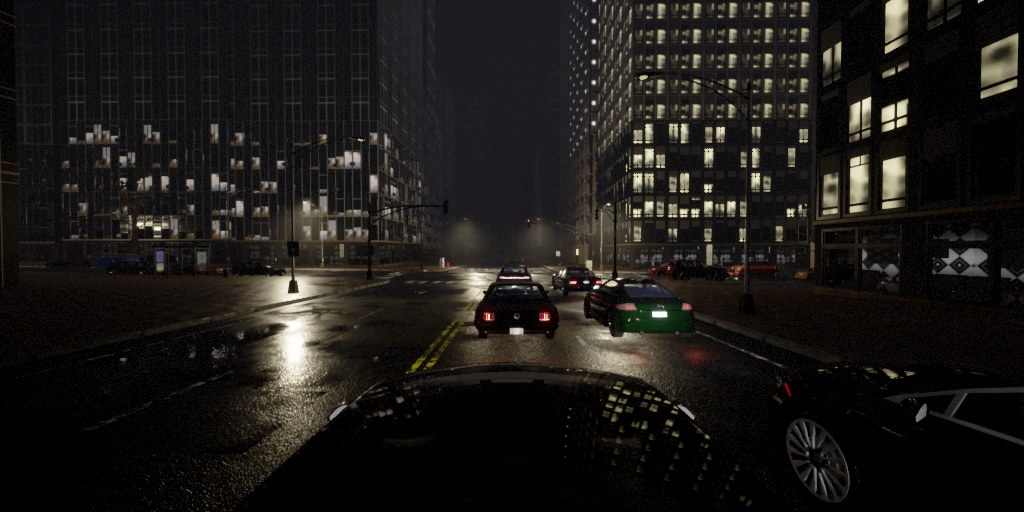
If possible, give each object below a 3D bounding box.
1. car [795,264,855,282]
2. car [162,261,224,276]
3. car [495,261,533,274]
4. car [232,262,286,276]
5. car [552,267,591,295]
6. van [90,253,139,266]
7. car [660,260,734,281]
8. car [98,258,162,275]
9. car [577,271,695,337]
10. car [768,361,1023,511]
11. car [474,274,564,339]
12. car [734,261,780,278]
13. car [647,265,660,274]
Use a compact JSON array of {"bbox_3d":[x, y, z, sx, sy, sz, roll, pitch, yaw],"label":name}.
[{"bbox_3d":[27.665,1.578,31.415,4.829,1.417,1.751,0,0,1],"label":"car"},{"bbox_3d":[-28.391,1.137,32.323,4.207,1.307,1.802,0,0,1],"label":"car"},{"bbox_3d":[0.113,1.232,19.279,2.128,1.511,4.902,0,0,0],"label":"car"},{"bbox_3d":[-22.707,1.173,32.184,4.313,1.339,1.948,0,0,1],"label":"car"},{"bbox_3d":[3.399,1.288,19.481,2.033,1.411,5.357,0,0,-3],"label":"car"},{"bbox_3d":[-45.255,0.604,41.172,3.998,1.789,1.690,0,0,1],"label":"van"},{"bbox_3d":[16.217,1.268,31.622,5.009,1.841,2.192,0,0,1],"label":"car"},{"bbox_3d":[-34.072,1.069,32.501,4.313,1.339,1.948,0,0,1],"label":"car"},{"bbox_3d":[3.365,1.310,10.251,1.994,1.385,4.181,0,0,-1],"label":"car"},{"bbox_3d":[3.340,1.242,1.421,2.128,1.511,4.902,0,0,0],"label":"car"},{"bbox_3d":[0.106,1.347,10.023,1.895,1.301,4.718,0,0,0],"label":"car"},{"bbox_3d":[25.019,1.289,37.237,4.553,1.767,2.097,1,1,1],"label":"car"},{"bbox_3d":[16.308,1.424,37.397,4.181,1.385,1.994,1,1,1],"label":"car"}]
